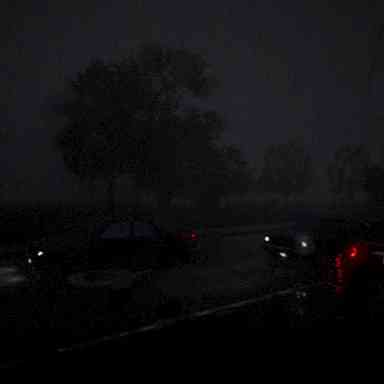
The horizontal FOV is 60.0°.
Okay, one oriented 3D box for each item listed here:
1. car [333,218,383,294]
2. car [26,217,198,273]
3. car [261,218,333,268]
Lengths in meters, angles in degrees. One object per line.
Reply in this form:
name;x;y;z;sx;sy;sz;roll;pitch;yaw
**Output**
car;5.558;1.352;7.559;4.553;1.767;2.097;0;0;-34
car;-2.361;1.544;10.854;5.357;1.411;2.033;0;0;-35
car;4.614;1.599;11.385;4.718;1.301;1.895;0;0;-34
